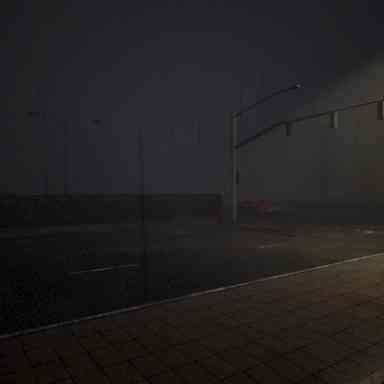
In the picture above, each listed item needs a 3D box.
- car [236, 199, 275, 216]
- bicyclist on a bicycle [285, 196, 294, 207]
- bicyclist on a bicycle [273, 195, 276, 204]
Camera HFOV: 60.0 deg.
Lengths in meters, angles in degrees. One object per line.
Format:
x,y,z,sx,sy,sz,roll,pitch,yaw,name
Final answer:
5.941,1.477,33.145,1.882,1.535,5.008,0,0,-35,car
14.350,1.453,49.100,1.656,1.620,0.582,0,0,-22,bicyclist on a bicycle
13.385,1.300,54.015,0.582,1.620,1.656,0,0,22,bicyclist on a bicycle
